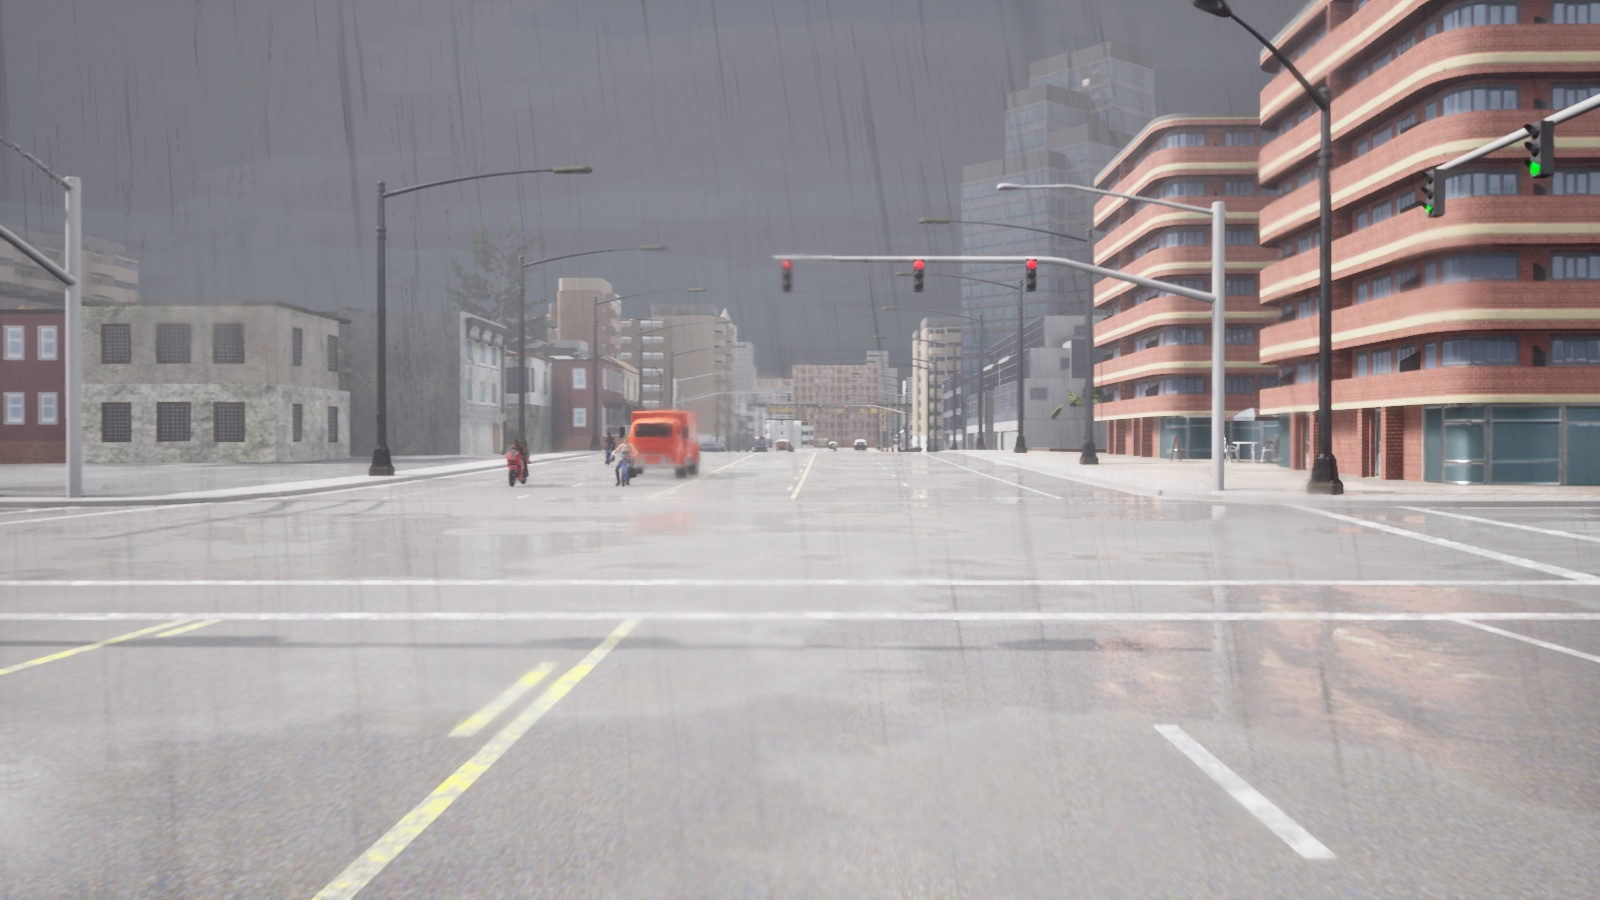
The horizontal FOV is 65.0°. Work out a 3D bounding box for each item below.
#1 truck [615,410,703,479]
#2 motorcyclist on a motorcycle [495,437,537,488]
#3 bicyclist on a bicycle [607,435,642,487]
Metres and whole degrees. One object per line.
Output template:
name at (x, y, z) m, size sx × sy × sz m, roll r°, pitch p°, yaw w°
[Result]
truck at (-5.234, -0.247, 47.362) m, size 2.627 × 2.467 × 5.204 m, roll 0°, pitch 1°, yaw 1°
motorcyclist on a motorcycle at (-8.917, 0.374, 39.525) m, size 0.797 × 1.523 × 2.044 m, roll 0°, pitch 1°, yaw 1°
bicyclist on a bicycle at (-5.488, 0.331, 39.304) m, size 0.866 × 1.612 × 1.509 m, roll 0°, pitch 1°, yaw 0°
